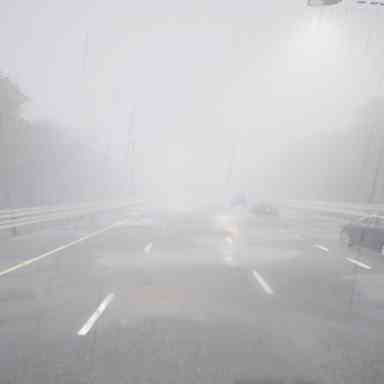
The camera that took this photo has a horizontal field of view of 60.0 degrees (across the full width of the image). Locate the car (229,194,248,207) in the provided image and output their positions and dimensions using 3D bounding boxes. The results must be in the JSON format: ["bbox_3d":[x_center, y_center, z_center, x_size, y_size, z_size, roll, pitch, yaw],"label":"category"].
[{"bbox_3d":[7.060,1.281,51.455,2.150,2.045,5.566,0,0,0],"label":"car"}]

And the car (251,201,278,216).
[{"bbox_3d":[7.016,1.582,32.448,1.994,1.385,4.181,0,0,0],"label":"car"}]

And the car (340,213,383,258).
[{"bbox_3d":[7.004,1.494,11.773,2.128,1.511,4.902,0,0,0],"label":"car"}]
